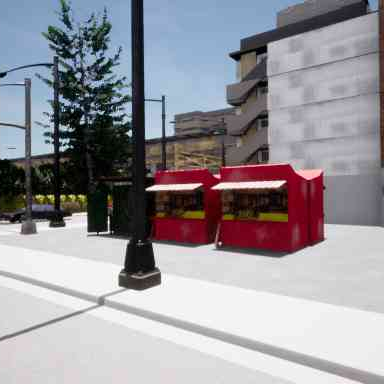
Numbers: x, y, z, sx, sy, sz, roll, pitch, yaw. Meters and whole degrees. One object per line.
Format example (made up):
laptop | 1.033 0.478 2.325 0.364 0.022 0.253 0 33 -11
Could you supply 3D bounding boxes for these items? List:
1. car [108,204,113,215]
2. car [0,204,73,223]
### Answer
car | -6.893 1.490 34.590 2.097 1.767 4.553 -1 -1 36
car | -12.427 1.686 26.946 2.033 1.411 5.357 -1 -1 36
